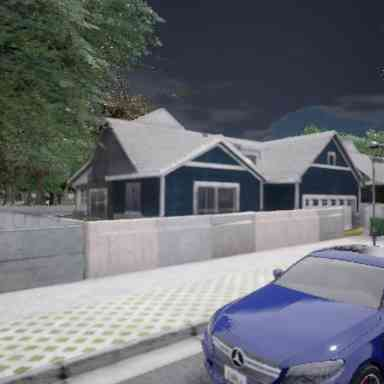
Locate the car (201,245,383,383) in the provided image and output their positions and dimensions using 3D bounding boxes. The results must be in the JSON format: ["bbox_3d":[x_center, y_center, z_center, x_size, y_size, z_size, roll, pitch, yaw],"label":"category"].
[{"bbox_3d":[2.279,1.544,4.648,4.674,1.442,1.812,0,0,-37],"label":"car"}]
